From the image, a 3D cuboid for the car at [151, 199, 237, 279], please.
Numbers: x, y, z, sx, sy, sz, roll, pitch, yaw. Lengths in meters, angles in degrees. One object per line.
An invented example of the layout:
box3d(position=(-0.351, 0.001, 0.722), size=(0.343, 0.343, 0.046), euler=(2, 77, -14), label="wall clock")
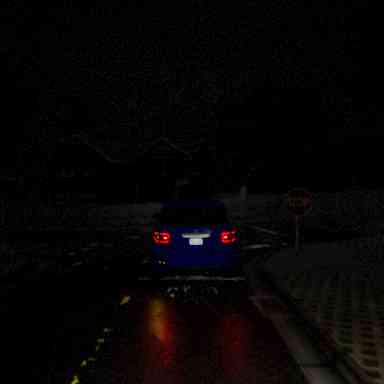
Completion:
box3d(position=(-0.076, 1.231, 10.242), size=(2.150, 2.045, 5.566), euler=(0, 0, -4), label="car")
